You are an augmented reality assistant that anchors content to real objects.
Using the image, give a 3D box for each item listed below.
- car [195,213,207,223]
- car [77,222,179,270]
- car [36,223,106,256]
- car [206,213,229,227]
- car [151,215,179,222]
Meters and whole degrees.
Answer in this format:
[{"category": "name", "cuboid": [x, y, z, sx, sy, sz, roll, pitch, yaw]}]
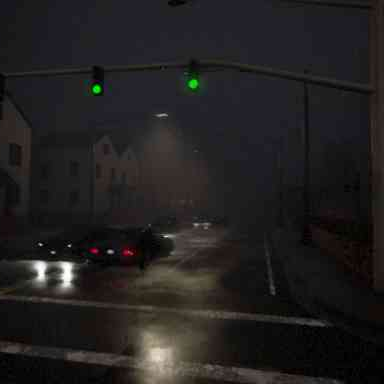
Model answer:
[{"category": "car", "cuboid": [1.709, 3.905, 50.298, 1.837, 1.490, 4.892, 0, -3, 12]}, {"category": "car", "cuboid": [-2.239, 2.176, 13.575, 2.033, 1.411, 5.357, 0, -3, 12]}, {"category": "car", "cuboid": [-5.299, 2.277, 16.570, 2.033, 1.411, 5.357, 0, -3, 12]}, {"category": "car", "cuboid": [3.524, 3.551, 41.681, 2.033, 1.411, 5.357, 0, -3, 12]}, {"category": "car", "cuboid": [-2.465, 2.906, 30.391, 1.837, 1.490, 4.892, 0, -1, 12]}]
